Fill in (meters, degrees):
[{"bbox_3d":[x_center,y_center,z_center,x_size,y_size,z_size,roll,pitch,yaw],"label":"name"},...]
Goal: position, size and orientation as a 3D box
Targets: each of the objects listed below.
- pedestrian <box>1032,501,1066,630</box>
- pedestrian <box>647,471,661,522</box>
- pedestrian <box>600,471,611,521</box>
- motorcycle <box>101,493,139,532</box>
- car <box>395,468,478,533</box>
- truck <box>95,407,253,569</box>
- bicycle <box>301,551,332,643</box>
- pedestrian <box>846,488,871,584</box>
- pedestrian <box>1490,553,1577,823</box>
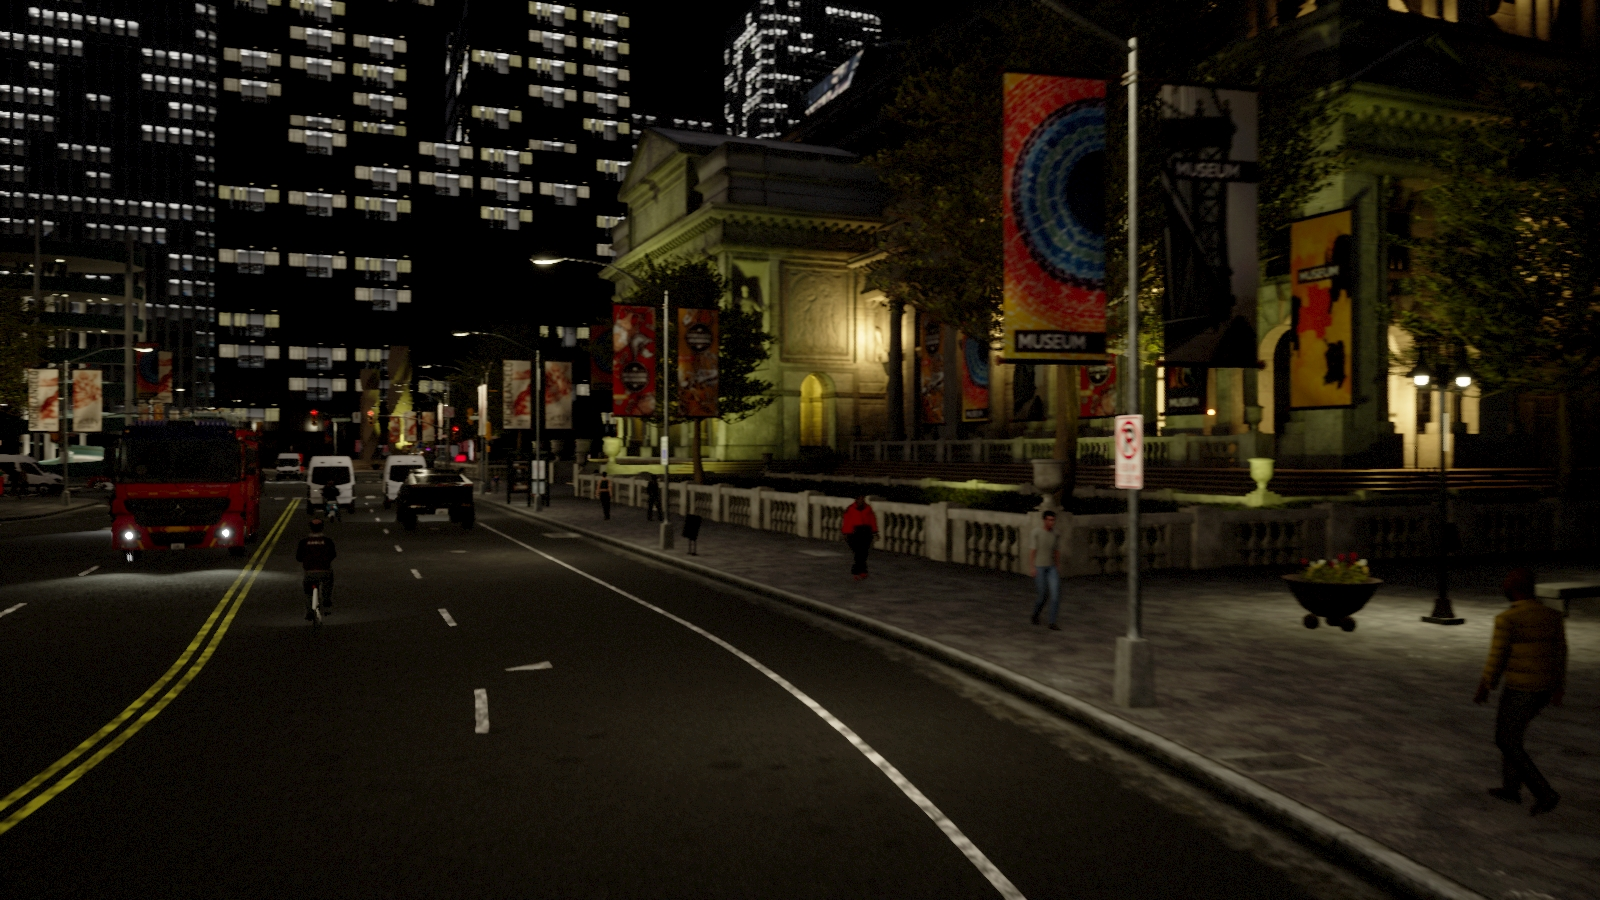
[{"bbox_3d":[3.685,1.694,16.917,0.375,1.860,0.375,0,0,-12],"label":"pedestrian"},{"bbox_3d":[-5.358,1.700,41.866,0.375,1.860,0.375,0,0,-35],"label":"pedestrian"},{"bbox_3d":[-7.285,1.703,42.830,0.375,1.860,0.375,0,0,-15],"label":"pedestrian"},{"bbox_3d":[-24.403,2.222,41.053,0.867,1.251,2.209,0,0,-22],"label":"motorcycle"},{"bbox_3d":[-13.494,1.763,42.127,2.390,2.098,6.274,0,0,-22],"label":"car"},{"bbox_3d":[-16.965,0.902,31.526,2.891,3.827,8.468,0,0,-22],"label":"truck"},{"bbox_3d":[-7.399,2.215,17.515,0.329,1.171,1.835,-1,0,-20],"label":"bicycle"},{"bbox_3d":[1.155,1.696,22.558,0.375,1.860,0.375,0,0,-16],"label":"pedestrian"},{"bbox_3d":[5.302,1.693,8.264,0.375,1.860,0.375,0,0,-13],"label":"pedestrian"}]
